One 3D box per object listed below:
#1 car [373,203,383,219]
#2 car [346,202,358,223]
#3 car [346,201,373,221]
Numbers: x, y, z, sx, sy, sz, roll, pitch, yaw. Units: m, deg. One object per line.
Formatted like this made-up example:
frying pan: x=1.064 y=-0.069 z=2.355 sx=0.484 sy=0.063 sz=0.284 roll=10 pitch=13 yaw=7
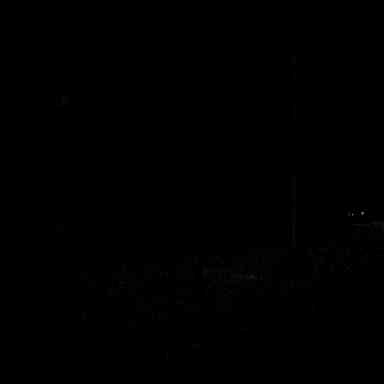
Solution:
car: x=15.885 y=1.576 z=29.030 sx=1.947 sy=1.339 sz=4.313 roll=0 pitch=0 yaw=-35
car: x=9.347 y=1.537 z=24.374 sx=1.947 sy=1.339 sz=4.313 roll=0 pitch=0 yaw=-35
car: x=10.885 y=1.206 z=26.595 sx=2.150 sy=2.045 sz=5.566 roll=0 pitch=0 yaw=-35
